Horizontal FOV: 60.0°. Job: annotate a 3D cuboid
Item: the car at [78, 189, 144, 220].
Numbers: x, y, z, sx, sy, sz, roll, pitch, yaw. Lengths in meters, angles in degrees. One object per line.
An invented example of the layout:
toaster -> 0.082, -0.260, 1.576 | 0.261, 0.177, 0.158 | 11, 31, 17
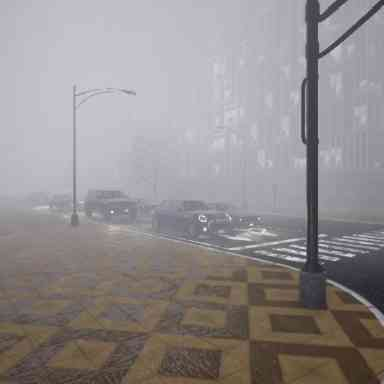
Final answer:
car -> -5.979, 0.819, 23.968 | 2.150, 2.045, 5.566 | 0, 1, -38

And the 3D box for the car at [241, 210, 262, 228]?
car -> 1.586, 1.289, 19.691 | 2.033, 1.411, 5.357 | 0, 1, -36

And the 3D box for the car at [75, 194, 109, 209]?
car -> -10.603, 0.945, 35.101 | 1.994, 1.385, 4.181 | 0, 1, -38

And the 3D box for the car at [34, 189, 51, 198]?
car -> -28.616, 0.236, 63.588 | 1.882, 1.535, 5.008 | 0, 1, -38

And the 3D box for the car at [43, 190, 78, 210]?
car -> -12.367, 0.900, 32.082 | 2.128, 1.511, 4.902 | 0, 1, -38

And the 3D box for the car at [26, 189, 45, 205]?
car -> -18.740, 0.710, 40.255 | 2.128, 1.511, 4.902 | 0, 1, -37

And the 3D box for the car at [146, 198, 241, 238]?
car -> -0.074, 1.124, 16.496 | 2.097, 1.767, 4.553 | 0, 1, -38

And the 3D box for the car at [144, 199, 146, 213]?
car -> -4.394, 1.166, 27.207 | 1.895, 1.301, 4.718 | 0, 1, -38
